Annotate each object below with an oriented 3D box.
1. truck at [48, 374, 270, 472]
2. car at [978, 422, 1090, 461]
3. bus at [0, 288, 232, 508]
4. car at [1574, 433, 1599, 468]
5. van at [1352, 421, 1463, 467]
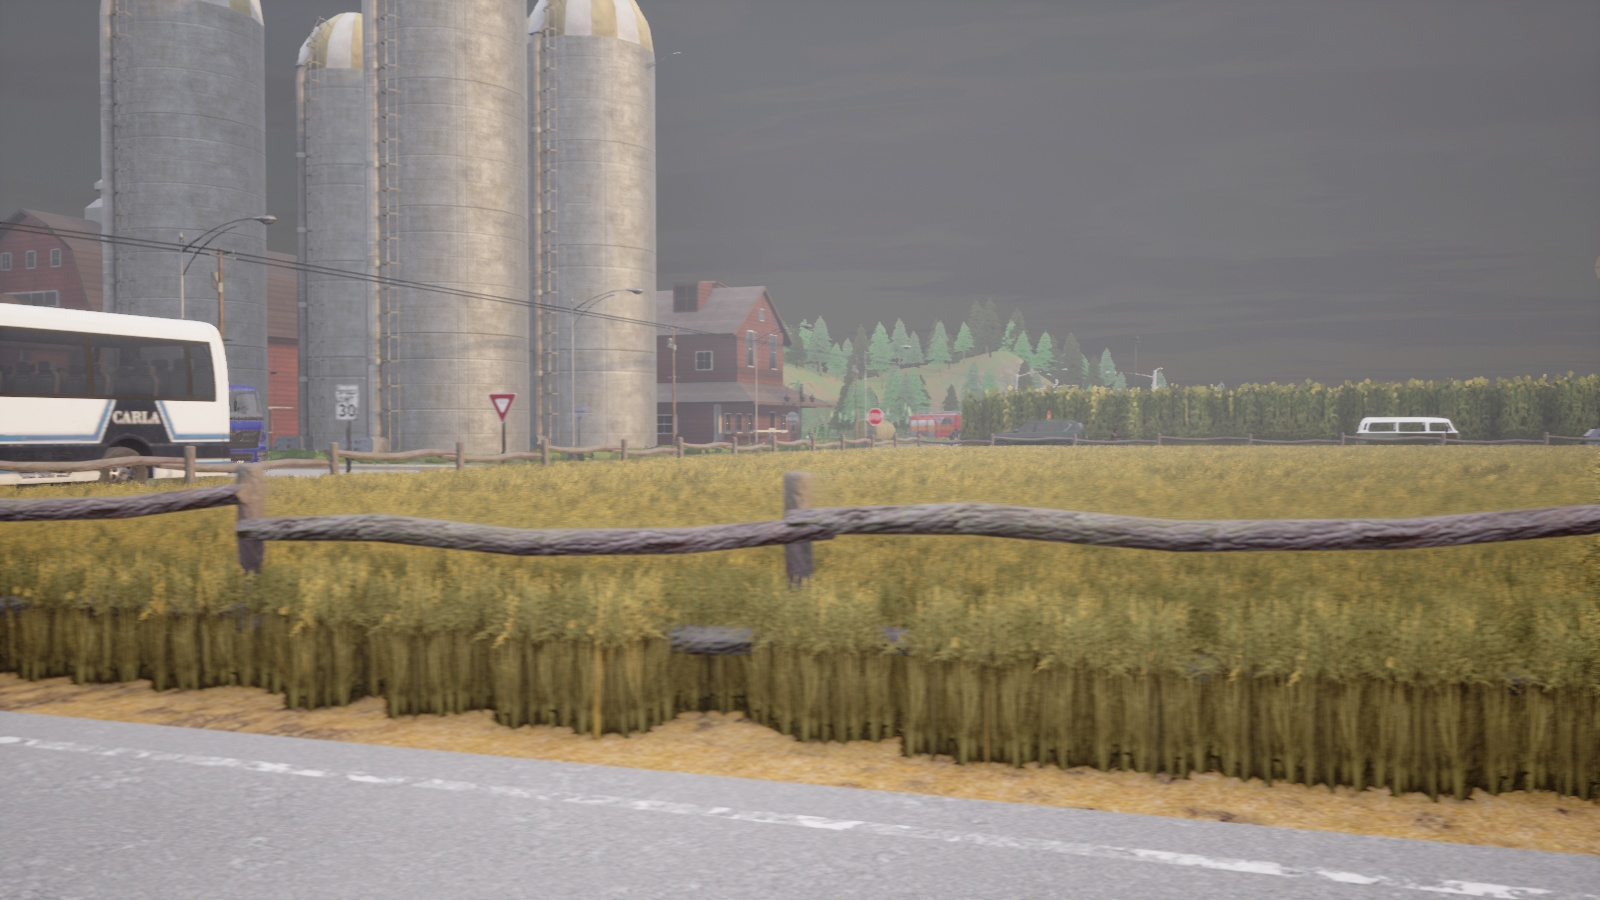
[{"bbox_3d":[-24.160,-1.004,47.319,7.936,3.462,2.891,1,1,21],"label":"truck"},{"bbox_3d":[12.584,-0.489,67.548,5.566,2.045,2.150,1,1,22],"label":"car"},{"bbox_3d":[-17.104,-1.021,25.416,3.944,4.253,10.273,1,1,23],"label":"bus"},{"bbox_3d":[36.035,0.024,54.743,3.633,1.501,1.845,0,1,22],"label":"car"},{"bbox_3d":[27.992,-0.297,57.986,4.480,2.038,2.069,0,1,22],"label":"van"}]
